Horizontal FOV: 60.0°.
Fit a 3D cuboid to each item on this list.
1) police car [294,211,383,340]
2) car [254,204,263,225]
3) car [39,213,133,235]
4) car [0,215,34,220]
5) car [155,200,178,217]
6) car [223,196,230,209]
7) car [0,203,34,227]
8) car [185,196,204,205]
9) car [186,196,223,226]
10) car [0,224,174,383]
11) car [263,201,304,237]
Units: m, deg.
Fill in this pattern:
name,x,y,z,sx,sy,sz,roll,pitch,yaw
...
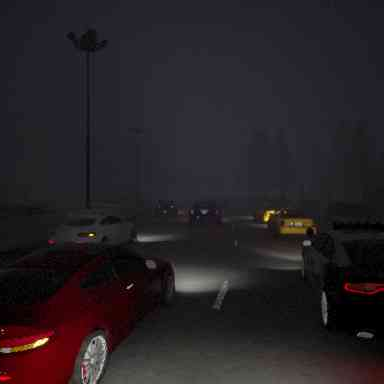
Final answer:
name,x,y,z,sx,sy,sz,roll,pitch,yaw
police car,3.402,1.425,6.763,1.930,1.638,5.238,0,0,12
car,5.652,1.454,24.230,1.801,1.575,5.366,0,0,3
car,-3.686,1.524,12.949,1.812,1.442,4.674,0,0,10
car,-10.042,1.524,19.567,1.812,1.442,4.674,0,0,6
car,-2.346,1.489,31.056,2.128,1.511,4.902,0,0,-1
car,3.677,1.349,45.567,2.097,1.767,4.553,0,0,-9
car,-13.201,1.545,22.642,2.033,1.411,5.357,0,0,4
car,0.352,1.474,60.618,1.882,1.535,5.008,0,0,-19
car,0.969,1.350,23.509,2.097,1.767,4.553,0,0,4
car,-1.673,1.525,5.205,1.812,1.442,4.674,0,0,13
car,5.137,1.455,17.670,1.801,1.575,5.366,0,0,6
